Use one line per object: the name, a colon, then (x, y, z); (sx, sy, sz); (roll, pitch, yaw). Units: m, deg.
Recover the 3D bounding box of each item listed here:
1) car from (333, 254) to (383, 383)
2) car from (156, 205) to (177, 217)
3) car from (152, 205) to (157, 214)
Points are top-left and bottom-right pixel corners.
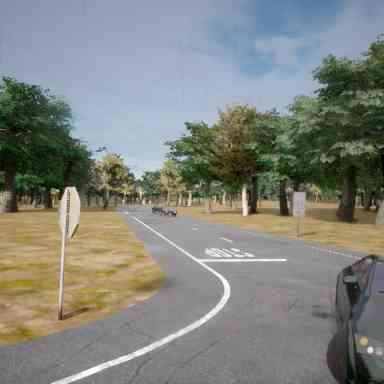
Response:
car: (3.130, 1.643, 4.656); (1.994, 1.385, 4.181); (1, -1, 22)
car: (-3.489, 2.851, 48.054); (1.895, 1.301, 4.718); (3, -2, -13)
car: (-5.751, 2.962, 56.899); (1.882, 1.535, 5.008); (3, -2, -14)
